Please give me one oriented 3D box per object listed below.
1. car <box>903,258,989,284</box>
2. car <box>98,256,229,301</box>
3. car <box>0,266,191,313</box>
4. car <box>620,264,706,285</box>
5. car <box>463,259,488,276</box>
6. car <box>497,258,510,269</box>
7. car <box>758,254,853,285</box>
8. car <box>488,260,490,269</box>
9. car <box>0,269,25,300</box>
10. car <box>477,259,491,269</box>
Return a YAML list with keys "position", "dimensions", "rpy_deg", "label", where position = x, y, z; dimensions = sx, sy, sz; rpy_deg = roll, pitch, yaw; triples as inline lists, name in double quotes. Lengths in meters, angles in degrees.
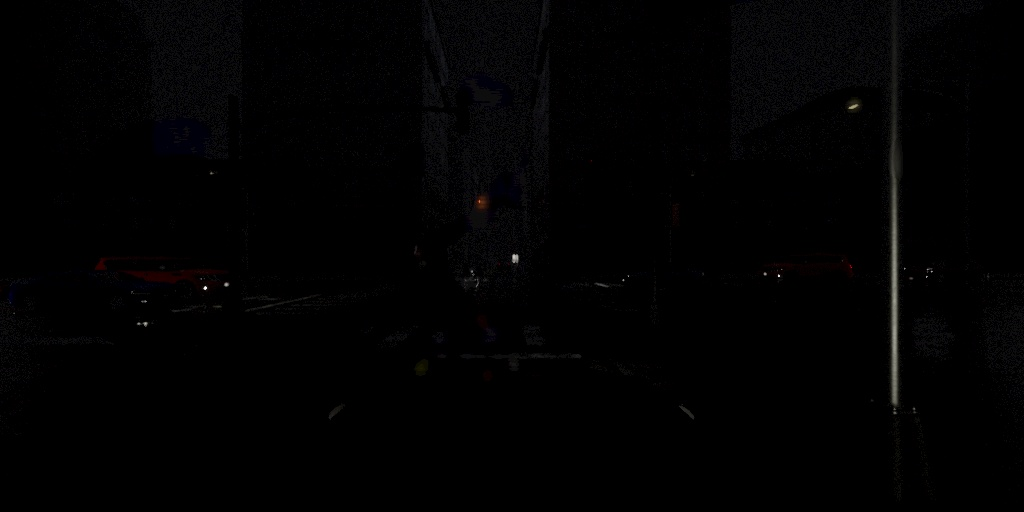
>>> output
- position: [30.086, 0.973, 25.069]
  dimensions: [4.553, 1.767, 2.097]
  rpy_deg: [0, 0, -2]
  label: "car"
- position: [-16.343, 1.019, 16.968]
  dimensions: [5.566, 2.045, 2.150]
  rpy_deg: [0, 0, -2]
  label: "car"
- position: [-15.784, 1.274, 13.732]
  dimensions: [5.008, 1.535, 1.882]
  rpy_deg: [0, 0, -2]
  label: "car"
- position: [10.235, 1.234, 24.477]
  dimensions: [5.357, 1.411, 2.033]
  rpy_deg: [0, 0, -2]
  label: "car"
- position: [-3.948, 1.245, 37.037]
  dimensions: [2.128, 1.511, 4.902]
  rpy_deg: [0, 0, -2]
  label: "car"
- position: [-1.261, 1.328, 55.859]
  dimensions: [1.994, 1.385, 4.181]
  rpy_deg: [0, 0, -2]
  label: "car"
- position: [20.193, 0.874, 24.778]
  dimensions: [5.566, 2.045, 2.150]
  rpy_deg: [0, 0, -2]
  label: "car"
- position: [-4.236, 1.265, 47.803]
  dimensions: [1.837, 1.490, 4.892]
  rpy_deg: [0, 0, -2]
  label: "car"
- position: [-26.265, 1.360, 16.662]
  dimensions: [4.674, 1.442, 1.812]
  rpy_deg: [0, 0, -1]
  label: "car"
- position: [-4.511, 1.257, 58.255]
  dimensions: [2.128, 1.511, 4.902]
  rpy_deg: [0, 0, -1]
  label: "car"
